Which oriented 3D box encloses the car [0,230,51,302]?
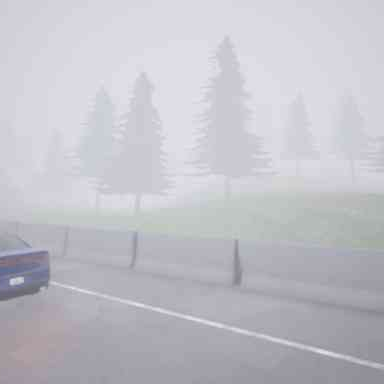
[{"bbox_3d":[-5.362,1.595,7.811,5.008,1.535,1.882,-1,-1,35],"label":"car"}]
